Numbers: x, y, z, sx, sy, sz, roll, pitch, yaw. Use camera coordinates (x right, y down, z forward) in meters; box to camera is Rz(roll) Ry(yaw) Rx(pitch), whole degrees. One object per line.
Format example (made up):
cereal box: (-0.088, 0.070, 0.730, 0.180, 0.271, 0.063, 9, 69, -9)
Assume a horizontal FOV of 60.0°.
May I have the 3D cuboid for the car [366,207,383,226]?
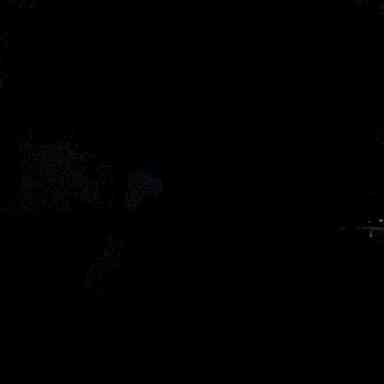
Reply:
car: (14.542, 1.881, 25.396, 1.994, 1.385, 4.181, 0, -1, 33)
